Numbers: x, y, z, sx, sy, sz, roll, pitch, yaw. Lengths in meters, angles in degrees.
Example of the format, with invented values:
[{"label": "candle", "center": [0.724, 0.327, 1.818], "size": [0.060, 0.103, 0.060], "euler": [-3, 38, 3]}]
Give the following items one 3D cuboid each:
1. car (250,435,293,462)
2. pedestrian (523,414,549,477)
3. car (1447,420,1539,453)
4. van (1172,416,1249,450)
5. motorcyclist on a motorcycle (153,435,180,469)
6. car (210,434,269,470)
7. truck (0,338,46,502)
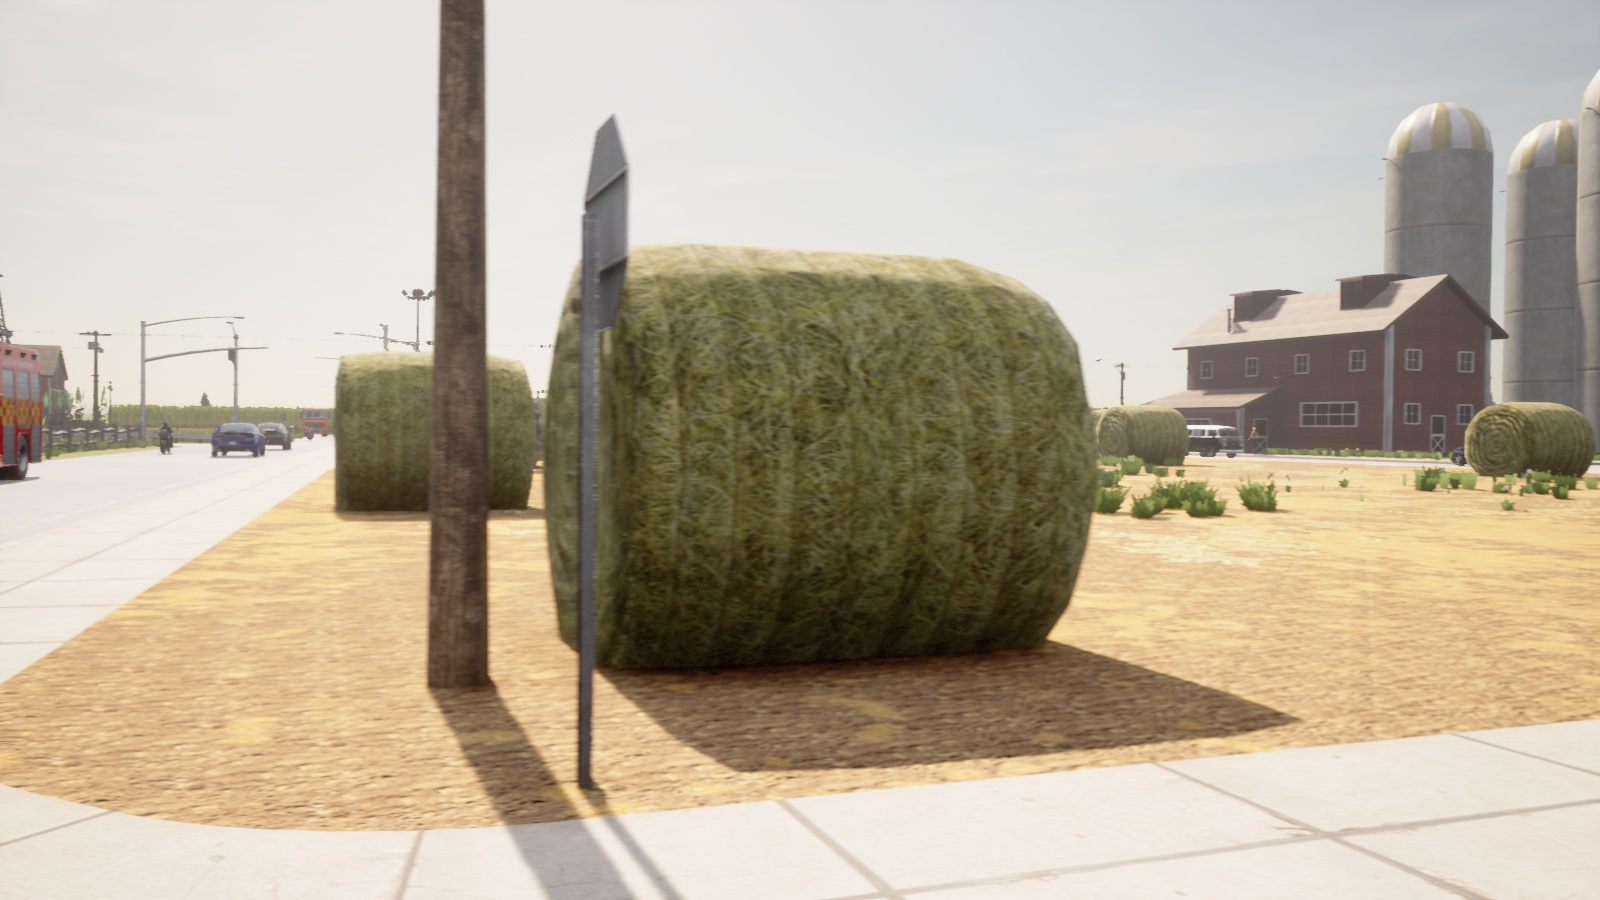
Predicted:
[{"label": "car", "center": [-29.944, -0.112, 71.282], "size": [1.837, 1.490, 4.892], "euler": [-1, 1, -18]}, {"label": "pedestrian", "center": [-7.886, -0.136, 37.536], "size": [0.694, 1.848, 0.540], "euler": [-1, 1, -8]}, {"label": "car", "center": [34.332, -0.655, 62.306], "size": [1.789, 1.549, 3.705], "euler": [-1, 0, -21]}, {"label": "van", "center": [24.955, -1.037, 76.498], "size": [2.069, 2.038, 4.480], "euler": [-1, 1, -22]}, {"label": "motorcyclist on a motorcycle", "center": [-29.574, 0.072, 58.643], "size": [0.797, 1.523, 2.044], "euler": [-1, 1, -18]}, {"label": "car", "center": [-25.342, 0.053, 56.903], "size": [1.882, 1.535, 5.008], "euler": [-1, 1, -18]}, {"label": "truck", "center": [-19.946, -0.672, 28.524], "size": [2.891, 3.827, 8.468], "euler": [-1, 1, -18]}]
